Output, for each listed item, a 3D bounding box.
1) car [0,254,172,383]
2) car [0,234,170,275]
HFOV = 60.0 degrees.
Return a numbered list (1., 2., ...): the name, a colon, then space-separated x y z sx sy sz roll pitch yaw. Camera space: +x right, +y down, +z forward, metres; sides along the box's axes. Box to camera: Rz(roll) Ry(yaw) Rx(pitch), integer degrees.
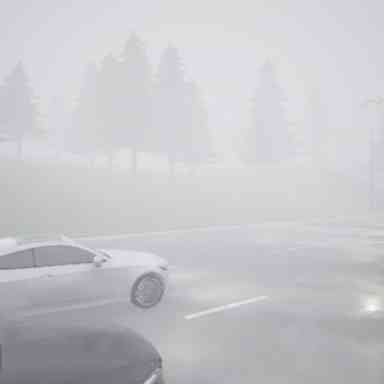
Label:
1. car: -2.350 1.526 2.071 4.674 1.442 1.812 0 0 -35
2. car: -2.605 1.526 6.186 4.674 1.442 1.812 0 0 -35
